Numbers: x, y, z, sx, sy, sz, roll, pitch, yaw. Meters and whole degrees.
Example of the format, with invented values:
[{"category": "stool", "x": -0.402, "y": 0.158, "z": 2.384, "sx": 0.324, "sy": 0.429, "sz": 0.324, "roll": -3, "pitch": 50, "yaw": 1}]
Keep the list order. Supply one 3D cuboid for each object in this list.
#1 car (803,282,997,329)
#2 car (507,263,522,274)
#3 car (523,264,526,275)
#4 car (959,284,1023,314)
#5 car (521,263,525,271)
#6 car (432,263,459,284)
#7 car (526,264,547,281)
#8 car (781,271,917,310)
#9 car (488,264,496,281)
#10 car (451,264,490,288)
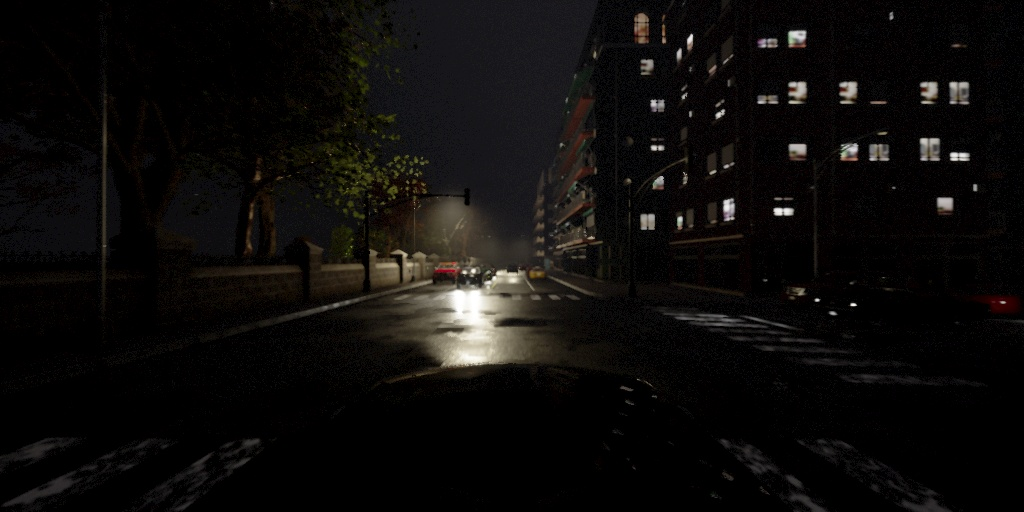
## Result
[{"category": "car", "x": 13.703, "y": 1.783, "z": 12.884, "sx": 4.718, "sy": 1.301, "sz": 1.895, "roll": 1, "pitch": -1, "yaw": 0}, {"category": "car", "x": 0.093, "y": 2.145, "z": 57.843, "sx": 2.033, "sy": 1.411, "sz": 5.357, "roll": 0, "pitch": -1, "yaw": -1}, {"category": "car", "x": 2.685, "y": 1.916, "z": 43.126, "sx": 1.888, "sy": 1.381, "sz": 4.507, "roll": 0, "pitch": 0, "yaw": 0}, {"category": "car", "x": 20.291, "y": 1.874, "z": 15.488, "sx": 4.507, "sy": 1.381, "sz": 1.888, "roll": 0, "pitch": 0, "yaw": 0}, {"category": "car", "x": 2.685, "y": 2.006, "z": 48.661, "sx": 2.007, "sy": 1.370, "sz": 4.403, "roll": 0, "pitch": 0, "yaw": 0}, {"category": "car", "x": -5.694, "y": 1.516, "z": 32.055, "sx": 2.192, "sy": 1.841, "sz": 5.009, "roll": 0, "pitch": 0, "yaw": 0}, {"category": "car", "x": 2.686, "y": 1.811, "z": 37.761, "sx": 1.751, "sy": 1.417, "sz": 4.829, "roll": 0, "pitch": 0, "yaw": 0}, {"category": "car", "x": 14.597, "y": 1.541, "z": 15.471, "sx": 5.009, "sy": 1.841, "sz": 2.192, "roll": 0, "pitch": 0, "yaw": 0}, {"category": "car", "x": -3.104, "y": 1.636, "z": 37.464, "sx": 2.097, "sy": 1.767, "sz": 4.553, "roll": 0, "pitch": -1, "yaw": 0}, {"category": "car", "x": -3.111, "y": 1.627, "z": 27.670, "sx": 2.128, "sy": 1.511, "sz": 4.902, "roll": 0, "pitch": -1, "yaw": -1}]
